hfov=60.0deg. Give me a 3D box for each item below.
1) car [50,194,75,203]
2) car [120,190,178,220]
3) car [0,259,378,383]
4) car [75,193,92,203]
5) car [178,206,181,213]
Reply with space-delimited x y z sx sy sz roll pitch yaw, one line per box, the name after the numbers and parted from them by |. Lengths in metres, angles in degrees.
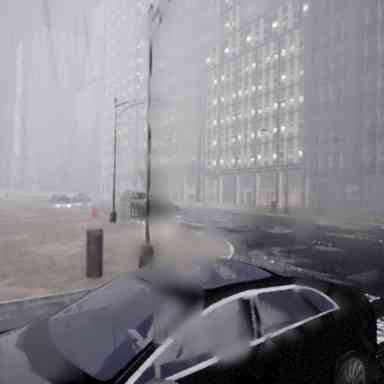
-18.613 0.881 47.111 1.895 1.301 4.718 1 0 -34 | car
-3.709 0.921 25.555 2.150 2.045 5.566 1 0 -35 | car
-0.119 1.505 3.127 4.902 1.511 2.128 1 0 -36 | car
-16.571 0.849 49.888 1.812 1.442 4.674 1 0 -34 | car
-3.138 1.249 30.414 2.033 1.411 5.357 1 0 -35 | car
